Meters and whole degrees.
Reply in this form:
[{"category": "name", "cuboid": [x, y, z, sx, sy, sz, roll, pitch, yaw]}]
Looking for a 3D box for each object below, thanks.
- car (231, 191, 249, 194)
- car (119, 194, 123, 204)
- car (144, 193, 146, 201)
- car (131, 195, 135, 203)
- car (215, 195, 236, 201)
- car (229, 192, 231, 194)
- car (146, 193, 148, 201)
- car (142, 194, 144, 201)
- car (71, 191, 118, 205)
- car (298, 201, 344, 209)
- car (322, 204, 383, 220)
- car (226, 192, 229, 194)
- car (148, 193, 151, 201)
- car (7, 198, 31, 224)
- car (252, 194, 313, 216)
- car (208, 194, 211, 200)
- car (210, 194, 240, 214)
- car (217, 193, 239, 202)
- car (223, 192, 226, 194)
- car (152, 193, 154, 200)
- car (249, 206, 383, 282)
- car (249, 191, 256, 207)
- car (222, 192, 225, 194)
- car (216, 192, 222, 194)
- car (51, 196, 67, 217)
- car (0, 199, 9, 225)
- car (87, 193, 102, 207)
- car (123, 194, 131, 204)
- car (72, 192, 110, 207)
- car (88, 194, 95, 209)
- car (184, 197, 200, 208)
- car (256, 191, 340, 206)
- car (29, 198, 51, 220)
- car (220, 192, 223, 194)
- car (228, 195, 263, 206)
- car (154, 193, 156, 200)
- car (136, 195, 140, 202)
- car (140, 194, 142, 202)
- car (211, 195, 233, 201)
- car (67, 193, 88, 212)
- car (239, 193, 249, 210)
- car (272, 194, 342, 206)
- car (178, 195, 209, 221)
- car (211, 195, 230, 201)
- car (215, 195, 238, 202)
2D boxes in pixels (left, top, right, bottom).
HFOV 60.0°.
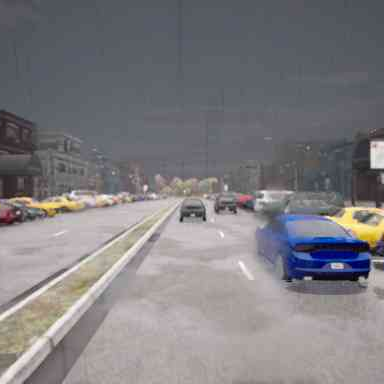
[{"category": "car", "cuboid": [7.564, 0.883, 36.706, 5.566, 2.045, 2.435, 0, 0, 0]}, {"category": "car", "cuboid": [-12.821, 1.013, 48.032, 4.553, 1.767, 2.185, 0, 0, 0]}, {"category": "car", "cuboid": [-12.867, 1.352, 70.260, 4.792, 1.488, 2.163, 0, -1, 0]}, {"category": "car", "cuboid": [-13.032, 1.199, 56.491, 5.366, 1.575, 1.946, 0, 0, 0]}, {"category": "car", "cuboid": [7.541, 1.404, 75.331, 4.674, 1.452, 2.002, 0, -1, 0]}, {"category": "car", "cuboid": [7.561, 0.873, 39.459, 5.566, 2.045, 2.435, 0, 0, 0]}, {"category": "car", "cuboid": [-12.830, 1.351, 73.164, 5.008, 1.535, 2.097, 0, -1, 0]}, {"category": "car", "cuboid": [-12.833, 1.298, 67.482, 4.892, 1.521, 2.231, 0, -1, 0]}, {"category": "car", "cuboid": [-12.827, 0.864, 42.479, 5.566, 2.045, 2.435, 0, 0, 0]}, {"category": "car", "cuboid": [7.806, 1.344, 14.656, 5.366, 1.575, 1.946, 0, 1, 0]}, {"category": "car", "cuboid": [7.810, 1.373, 11.896, 5.366, 1.575, 1.946, 0, 1, 0]}, {"category": "car", "cuboid": [7.558, 0.874, 42.217, 5.566, 2.045, 2.435, 0, 0, 0]}, {"category": "car", "cuboid": [-12.830, 1.446, 78.597, 4.674, 1.452, 2.002, 0, -1, 0]}, {"category": "car", "cuboid": [-12.899, 1.311, 20.259, 4.792, 1.488, 2.163, 0, 1, 0]}, {"category": "car", "cuboid": [7.635, 1.068, 28.439, 4.553, 1.767, 2.185, 0, 1, 0]}, {"category": "car", "cuboid": [7.348, 1.449, 83.566, 5.366, 1.575, 1.946, 0, -1, 0]}, {"category": "car", "cuboid": [3.059, 1.191, 31.503, 1.837, 1.490, 4.892, 0, 1, 0]}, {"category": "car", "cuboid": [7.520, 1.186, 69.782, 4.553, 1.767, 2.185, 0, -1, 0]}, {"category": "car", "cuboid": [7.570, 1.159, 50.481, 5.008, 1.535, 2.097, 0, 0, 0]}, {"category": "car", "cuboid": [-12.836, 1.467, 84.156, 4.892, 1.521, 2.231, 0, -1, 0]}, {"category": "car", "cuboid": [3.087, 1.396, 9.551, 1.882, 1.535, 5.008, 0, 1, 0]}, {"category": "car", "cuboid": [7.635, 0.973, 25.683, 5.566, 2.045, 2.435, 0, 1, 0]}, {"category": "car", "cuboid": [7.603, 1.054, 53.239, 4.553, 1.767, 2.185, 0, 0, 0]}, {"category": "car", "cuboid": [7.590, 0.990, 61.512, 5.566, 2.045, 2.435, 0, 0, 0]}, {"category": "car", "cuboid": [-12.871, 1.214, 25.942, 5.008, 1.535, 2.097, 0, 1, 0]}, {"category": "car", "cuboid": [-12.866, 1.313, 17.479, 5.008, 1.535, 2.097, 0, 1, 0]}, {"category": "car", "cuboid": [-12.857, 1.161, 36.927, 4.674, 1.452, 2.002, 0, 0, 0]}, {"category": "car", "cuboid": [-12.854, 1.181, 53.712, 4.892, 1.521, 2.231, 0, 0, 0]}, {"category": "car", "cuboid": [-13.043, 1.113, 39.700, 5.366, 1.575, 1.946, 0, 0, 0]}, {"category": "car", "cuboid": [-12.863, 1.174, 34.269, 4.674, 1.452, 2.002, 0, 1, 0]}, {"category": "car", "cuboid": [0.047, 1.246, 41.629, 1.895, 1.301, 4.718, 0, 0, 0]}, {"category": "car", "cuboid": [7.582, 1.004, 22.926, 5.566, 2.045, 2.435, 0, 1, 0]}, {"category": "car", "cuboid": [-12.874, 1.250, 23.038, 4.892, 1.521, 2.231, 0, 1, 0]}, {"category": "car", "cuboid": [7.598, 1.229, 55.996, 4.792, 1.488, 2.163, 0, 0, 0]}, {"category": "car", "cuboid": [7.576, 1.184, 47.726, 4.674, 1.452, 2.002, 0, 0, 0]}, {"category": "car", "cuboid": [-12.823, 1.570, 89.711, 4.674, 1.452, 2.002, 0, -1, 0]}, {"category": "car", "cuboid": [-12.814, 1.277, 61.924, 4.792, 1.488, 2.163, 0, 0, 0]}, {"category": "car", "cuboid": [-12.847, 1.271, 64.702, 5.008, 1.535, 2.097, 0, 0, 0]}, {"category": "car", "cuboid": [7.714, 1.481, 86.329, 5.366, 1.575, 1.946, 0, -1, 0]}, {"category": "car", "cuboid": [-13.048, 1.153, 31.498, 5.366, 1.575, 1.946, 0, 1, 0]}, {"category": "car", "cuboid": [7.591, 1.146, 33.950, 5.008, 1.535, 2.097, 0, 0, 0]}, {"category": "car", "cuboid": [7.583, 1.161, 20.170, 4.553, 1.767, 2.185, 0, 1, 0]}, {"category": "car", "cuboid": [0.068, 1.262, 24.692, 1.837, 1.490, 4.892, 0, 1, 0]}, {"category": "car", "cuboid": [7.549, 1.547, 89.085, 4.792, 1.488, 2.163, 0, -1, 0]}, {"category": "car", "cuboid": [7.577, 1.366, 72.538, 4.792, 1.488, 2.163, 0, -1, 0]}]
